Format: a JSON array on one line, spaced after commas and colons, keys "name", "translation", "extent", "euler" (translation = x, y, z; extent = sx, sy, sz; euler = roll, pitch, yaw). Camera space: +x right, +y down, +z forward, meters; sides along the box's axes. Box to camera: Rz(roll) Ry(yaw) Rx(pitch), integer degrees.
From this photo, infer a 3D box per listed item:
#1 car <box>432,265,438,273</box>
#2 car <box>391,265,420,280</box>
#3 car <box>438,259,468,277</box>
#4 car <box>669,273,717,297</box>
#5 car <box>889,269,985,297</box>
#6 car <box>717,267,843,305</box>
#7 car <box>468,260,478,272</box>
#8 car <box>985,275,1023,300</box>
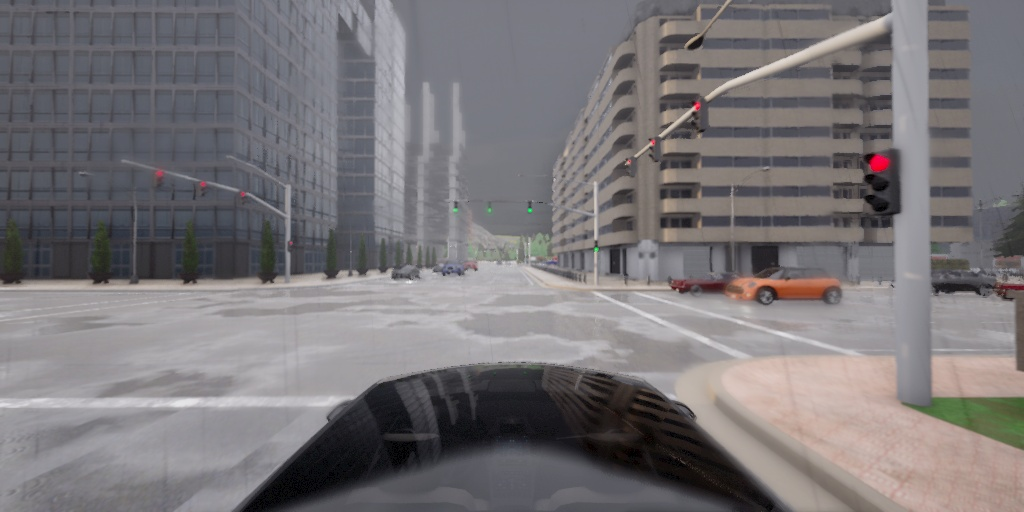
[{"name": "car", "translation": [-10.705, 1.850, 54.446], "extent": [1.812, 1.442, 4.674], "euler": [0, -1, 0]}, {"name": "car", "translation": [-10.579, 1.627, 35.987], "extent": [1.837, 1.490, 4.892], "euler": [0, 0, 0]}, {"name": "car", "translation": [-7.192, 1.438, 44.470], "extent": [2.150, 2.045, 5.566], "euler": [0, -1, 0]}, {"name": "car", "translation": [11.610, 1.607, 20.450], "extent": [4.718, 1.301, 1.895], "euler": [0, -1, 0]}, {"name": "car", "translation": [24.597, 1.495, 20.552], "extent": [4.902, 1.511, 2.128], "euler": [0, -1, 0]}, {"name": "car", "translation": [12.690, 1.321, 16.960], "extent": [4.553, 1.767, 2.097], "euler": [0, -1, -1]}, {"name": "car", "translation": [-7.180, 1.635, 62.655], "extent": [2.150, 2.045, 5.566], "euler": [0, -1, 0]}, {"name": "car", "translation": [26.265, 1.568, 17.064], "extent": [4.718, 1.301, 1.895], "euler": [0, -1, 0]}]
